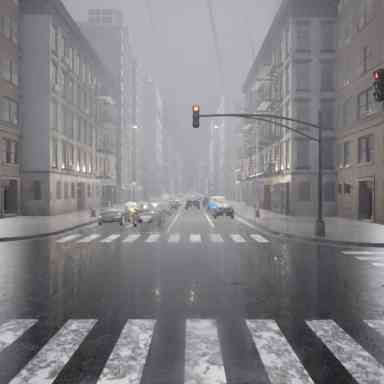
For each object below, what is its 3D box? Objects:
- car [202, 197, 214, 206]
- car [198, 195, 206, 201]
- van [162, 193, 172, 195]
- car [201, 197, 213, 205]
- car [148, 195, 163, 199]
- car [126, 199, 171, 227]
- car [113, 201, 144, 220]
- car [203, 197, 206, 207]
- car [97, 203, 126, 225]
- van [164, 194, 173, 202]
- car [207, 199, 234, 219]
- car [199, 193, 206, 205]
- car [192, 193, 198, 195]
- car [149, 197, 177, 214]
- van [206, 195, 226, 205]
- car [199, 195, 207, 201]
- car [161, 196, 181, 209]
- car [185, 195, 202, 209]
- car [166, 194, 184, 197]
[{"bbox_3d":[2.646,1.563,55.979,1.947,1.339,4.313,0,0,0],"label":"car"},{"bbox_3d":[2.654,1.562,88.416,1.947,1.339,4.313,0,0,0],"label":"car"},{"bbox_3d":[-5.431,1.338,66.790,1.690,1.788,3.998,0,0,0],"label":"van"},{"bbox_3d":[2.647,1.548,61.385,2.008,1.369,4.403,0,0,0],"label":"car"},{"bbox_3d":[-5.411,1.437,45.166,1.967,1.590,4.097,0,0,0],"label":"car"},{"bbox_3d":[-2.849,1.490,22.909,2.128,1.511,4.902,0,0,0],"label":"car"},{"bbox_3d":[-5.396,1.523,28.777,1.752,1.417,4.829,0,0,0],"label":"car"},{"bbox_3d":[2.641,1.579,39.760,1.802,1.307,4.206,0,0,0],"label":"car"},{"bbox_3d":[-5.391,1.549,23.540,2.008,1.369,4.403,0,0,0],"label":"car"},{"bbox_3d":[-5.441,1.338,77.603,1.690,1.788,3.998,0,0,0],"label":"van"},{"bbox_3d":[2.639,1.549,28.948,2.008,1.369,4.403,0,0,0],"label":"car"},{"bbox_3d":[2.644,1.312,50.573,2.192,1.841,5.009,0,0,0],"label":"car"},{"bbox_3d":[0.101,1.488,67.414,2.128,1.511,4.902,0,0,0],"label":"car"},{"bbox_3d":[-2.845,1.545,32.792,2.033,1.411,5.357,0,0,0],"label":"car"},{"bbox_3d":[2.640,1.339,34.354,1.690,1.788,3.998,0,0,0],"label":"van"},{"bbox_3d":[2.653,1.541,83.010,1.887,1.381,4.507,0,0,0],"label":"car"},{"bbox_3d":[-2.835,1.561,42.806,1.994,1.385,4.181,0,0,1],"label":"car"},{"bbox_3d":[0.095,1.502,46.027,1.837,1.490,4.892,0,0,0],"label":"car"},{"bbox_3d":[-2.798,1.475,53.060,1.882,1.535,5.008,0,0,1],"label":"car"}]
